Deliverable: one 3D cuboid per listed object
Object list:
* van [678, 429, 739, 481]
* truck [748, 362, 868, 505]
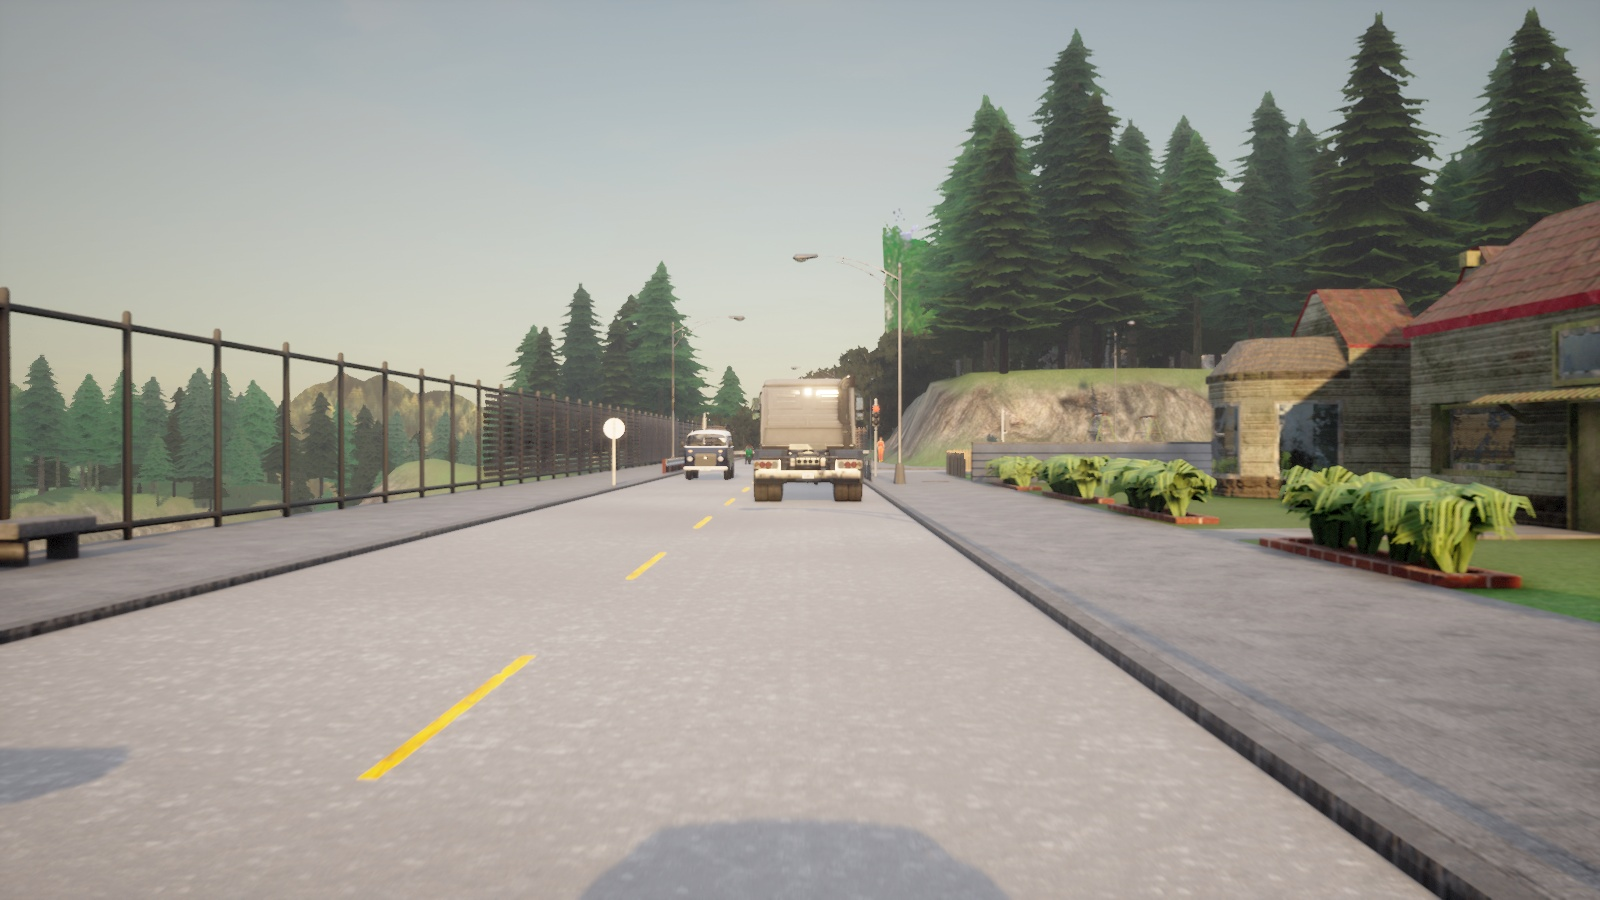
[{"bbox_3d":[-3.673,0.179,51.145,2.069,2.038,4.480,0,0,1],"label":"van"},{"bbox_3d":[0.218,-0.428,34.332,2.891,3.462,7.936,0,0,0],"label":"truck"}]
